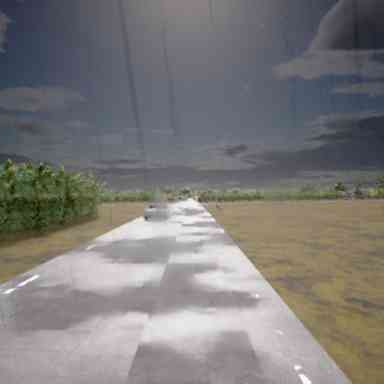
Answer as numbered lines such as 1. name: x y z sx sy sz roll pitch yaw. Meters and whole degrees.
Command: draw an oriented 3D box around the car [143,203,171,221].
1. car: -2.854 1.620 27.712 1.895 1.301 4.718 0 0 0
